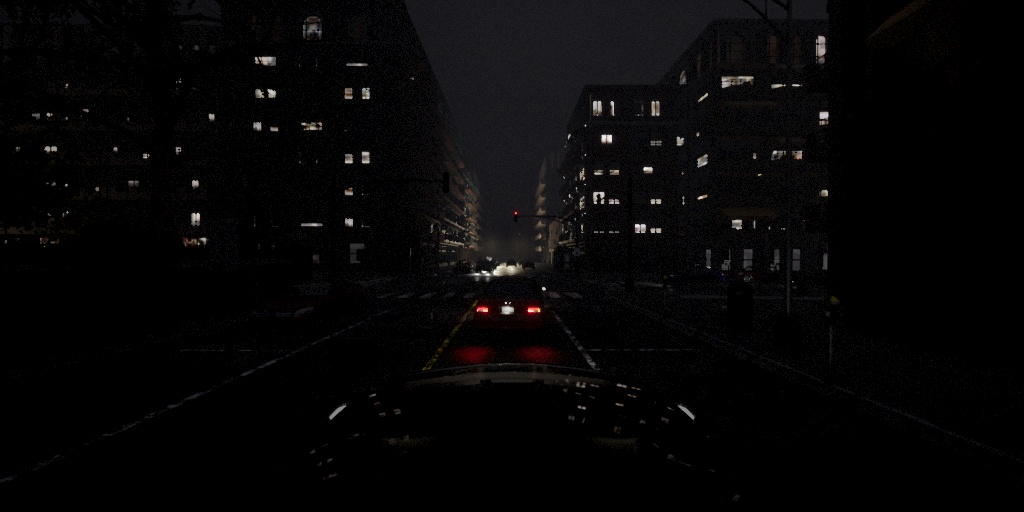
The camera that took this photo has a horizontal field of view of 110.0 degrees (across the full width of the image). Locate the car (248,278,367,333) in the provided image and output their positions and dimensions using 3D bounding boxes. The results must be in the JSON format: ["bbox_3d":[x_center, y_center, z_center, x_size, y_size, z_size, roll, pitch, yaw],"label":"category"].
[{"bbox_3d":[-5.715,1.331,10.632,1.802,1.307,4.207,0,0,0],"label":"car"}]

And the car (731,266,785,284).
[{"bbox_3d":[21.289,1.570,31.564,4.097,1.591,1.967,0,0,-1],"label":"car"}]

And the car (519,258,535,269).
[{"bbox_3d":[2.528,1.299,54.341,2.007,1.370,4.403,0,0,0],"label":"car"}]

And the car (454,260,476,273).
[{"bbox_3d":[-5.817,1.188,43.042,1.967,1.591,4.097,0,0,0],"label":"car"}]

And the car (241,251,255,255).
[{"bbox_3d":[-18.670,0.676,25.190,5.566,2.045,2.150,1,0,-1],"label":"car"}]

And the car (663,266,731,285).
[{"bbox_3d":[14.594,1.552,28.899,4.674,1.442,1.812,1,0,-1],"label":"car"}]

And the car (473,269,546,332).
[{"bbox_3d":[0.050,1.297,10.846,2.033,1.411,5.357,0,0,3],"label":"car"}]

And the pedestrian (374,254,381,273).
[{"bbox_3d":[-12.812,0.652,34.013,0.375,1.860,0.375,0,-1,-1],"label":"pedestrian"}]

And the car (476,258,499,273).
[{"bbox_3d":[-3.197,1.296,43.320,2.033,1.411,5.357,0,0,4],"label":"car"}]

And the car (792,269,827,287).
[{"bbox_3d":[24.901,1.809,29.057,4.718,1.301,1.895,1,0,-1],"label":"car"}]
